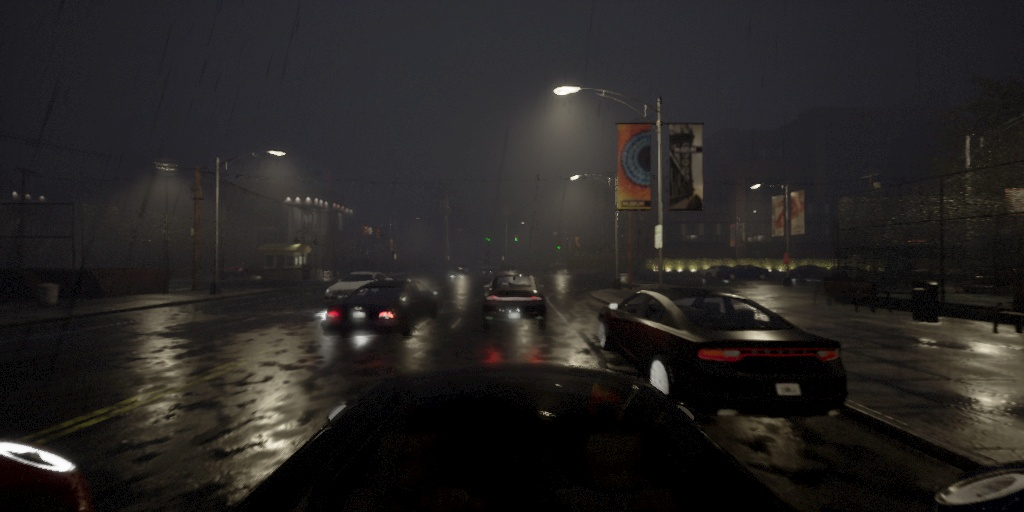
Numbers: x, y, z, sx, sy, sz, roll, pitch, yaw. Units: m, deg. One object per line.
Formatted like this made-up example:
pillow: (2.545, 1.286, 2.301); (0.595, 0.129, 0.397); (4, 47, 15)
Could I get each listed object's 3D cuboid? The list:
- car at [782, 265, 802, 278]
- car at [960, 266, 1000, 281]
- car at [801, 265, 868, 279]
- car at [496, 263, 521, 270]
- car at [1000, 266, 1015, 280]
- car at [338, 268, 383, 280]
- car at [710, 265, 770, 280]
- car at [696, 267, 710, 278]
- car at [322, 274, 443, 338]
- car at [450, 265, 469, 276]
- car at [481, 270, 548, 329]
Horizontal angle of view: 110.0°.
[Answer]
car: (33.293, 1.756, 40.557); (4.674, 1.442, 1.812); (0, -1, 0)
car: (45.182, 1.636, 33.583); (4.902, 1.511, 2.128); (0, -1, -1)
car: (33.655, 1.734, 37.064); (5.357, 1.411, 2.033); (0, -1, 0)
car: (-0.553, 2.025, 65.053); (2.128, 1.511, 4.902); (0, -1, 20)
car: (45.213, 1.648, 30.082); (5.357, 1.411, 2.033); (0, -1, -1)
car: (-7.098, 1.467, 17.188); (1.812, 1.442, 4.674); (0, -1, 0)
car: (23.755, 1.664, 36.991); (5.008, 1.535, 1.882); (0, -1, 0)
car: (23.249, 1.755, 40.467); (4.674, 1.442, 1.812); (0, -1, -1)
car: (-3.426, 1.407, 10.577); (2.033, 1.411, 5.357); (0, -1, 0)
car: (-6.991, 1.873, 48.262); (2.033, 1.411, 5.357); (0, -1, 1)
car: (0.079, 1.365, 11.745); (2.128, 1.511, 4.902); (0, -1, 0)
